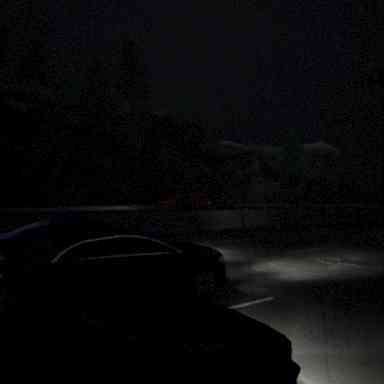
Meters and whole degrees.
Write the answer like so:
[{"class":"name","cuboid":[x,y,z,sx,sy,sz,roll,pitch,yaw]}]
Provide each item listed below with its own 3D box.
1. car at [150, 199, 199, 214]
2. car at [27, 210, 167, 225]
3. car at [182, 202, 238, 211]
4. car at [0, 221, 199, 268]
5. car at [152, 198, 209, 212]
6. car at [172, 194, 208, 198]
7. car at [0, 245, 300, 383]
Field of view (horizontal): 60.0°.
[{"class":"car","cuboid":[-1.849,1.517,35.403,4.892,1.490,1.837,0,0,-28]},{"class":"car","cuboid":[-3.270,1.470,9.837,5.008,1.535,1.882,0,0,-34]},{"class":"car","cuboid":[1.924,1.621,25.544,4.718,1.301,1.895,0,0,-29]},{"class":"car","cuboid":[-1.481,1.489,6.825,4.902,1.511,2.128,0,0,-34]},{"class":"car","cuboid":[-0.762,1.489,28.026,5.008,1.535,1.882,0,0,-29]},{"class":"car","cuboid":[-0.877,1.234,31.976,5.566,2.045,2.150,0,0,-29]},{"class":"car","cuboid":[-1.488,1.542,2.646,5.357,1.411,2.033,0,0,-35]}]
